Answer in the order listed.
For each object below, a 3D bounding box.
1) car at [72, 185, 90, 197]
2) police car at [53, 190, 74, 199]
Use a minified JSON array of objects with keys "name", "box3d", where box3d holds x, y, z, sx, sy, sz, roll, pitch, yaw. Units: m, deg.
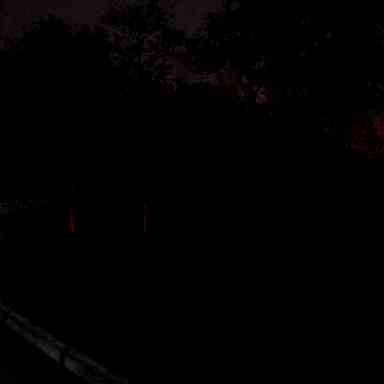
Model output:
[{"name":"car","box3d":[-22.148,-0.258,66.654,2.150,2.045,5.566,0,2,-3]},{"name":"police car","box3d":[-21.906,0.273,56.596,1.930,1.638,5.238,0,2,0]}]
